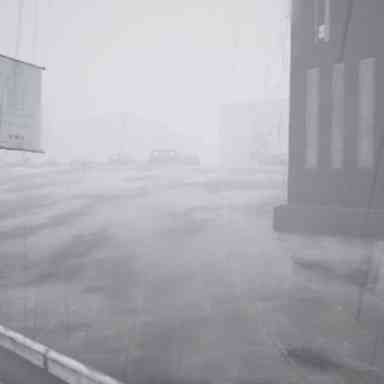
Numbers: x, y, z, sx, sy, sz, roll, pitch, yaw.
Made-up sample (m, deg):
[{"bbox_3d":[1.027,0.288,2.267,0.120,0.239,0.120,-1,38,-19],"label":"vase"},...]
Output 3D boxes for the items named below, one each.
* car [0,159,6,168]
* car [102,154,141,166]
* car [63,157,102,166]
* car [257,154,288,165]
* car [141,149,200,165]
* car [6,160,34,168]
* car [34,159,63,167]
[{"bbox_3d":[-26.800,-3.794,46.803,4.553,1.767,2.185,1,1,31],"label":"car"},{"bbox_3d":[-7.025,-3.365,36.505,4.553,1.767,2.185,1,1,26],"label":"car"},{"bbox_3d":[-12.107,-3.361,38.945,4.892,1.521,2.231,1,1,27],"label":"car"},{"bbox_3d":[8.262,-2.705,29.930,4.674,1.452,2.002,2,1,22],"label":"car"},{"bbox_3d":[-1.922,-3.346,34.169,5.566,2.045,2.435,2,1,25],"label":"car"},{"bbox_3d":[-21.805,-3.534,44.005,4.792,1.488,2.163,1,1,29],"label":"car"},{"bbox_3d":[-16.940,-3.423,41.401,4.674,1.452,2.002,1,1,28],"label":"car"}]
